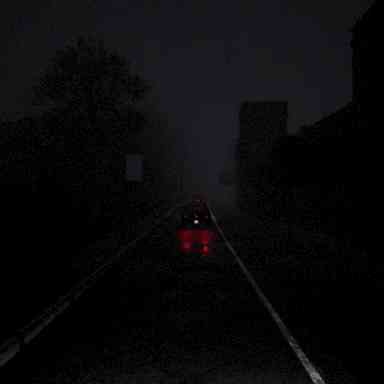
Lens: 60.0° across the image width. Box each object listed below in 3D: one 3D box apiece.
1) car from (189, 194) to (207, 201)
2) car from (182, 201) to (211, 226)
[{"bbox_3d":[0.758,1.021,41.401,2.097,1.767,4.553,0,1,2],"label":"car"},{"bbox_3d":[0.308,1.553,23.161,1.895,1.301,4.718,0,1,1],"label":"car"}]
